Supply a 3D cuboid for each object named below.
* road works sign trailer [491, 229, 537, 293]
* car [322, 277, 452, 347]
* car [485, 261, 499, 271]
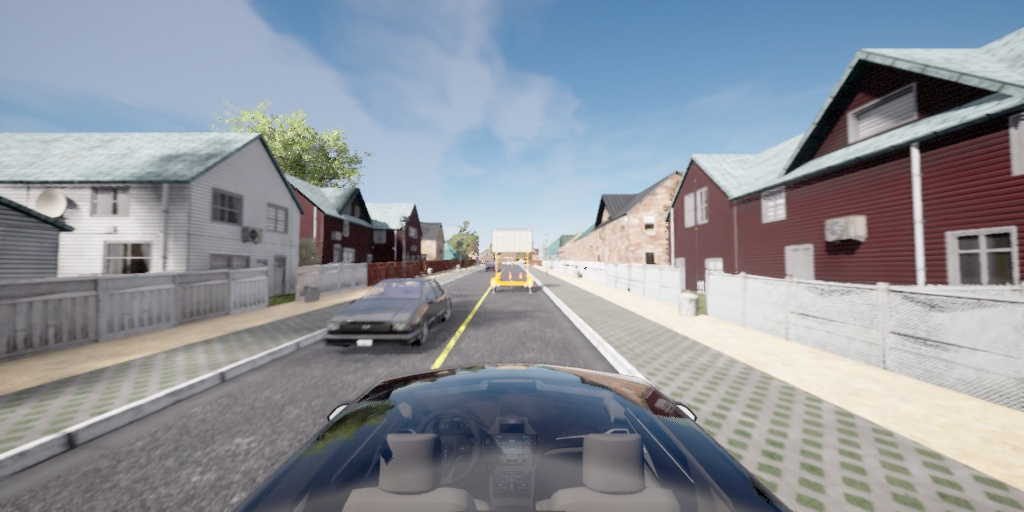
[{"bbox_3d":[0.005,0.223,20.682,2.380,3.560,2.880,0,0,1],"label":"road works sign trailer"},{"bbox_3d":[-2.845,1.295,9.593,2.033,1.411,5.357,0,0,0],"label":"car"},{"bbox_3d":[-2.796,1.441,51.489,2.033,1.411,5.357,0,0,0],"label":"car"}]
